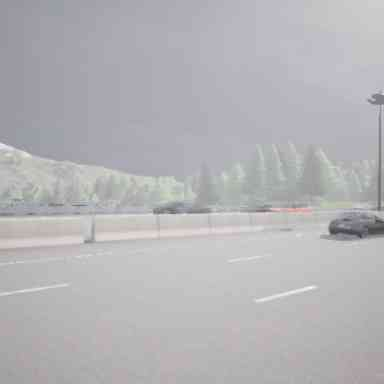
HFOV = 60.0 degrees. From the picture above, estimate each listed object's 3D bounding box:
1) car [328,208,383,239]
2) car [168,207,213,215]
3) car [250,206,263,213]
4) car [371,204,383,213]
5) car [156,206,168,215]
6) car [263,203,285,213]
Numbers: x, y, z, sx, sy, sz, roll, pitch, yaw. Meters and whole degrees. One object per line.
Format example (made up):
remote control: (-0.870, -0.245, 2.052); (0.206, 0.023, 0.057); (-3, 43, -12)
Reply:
car: (9.827, 1.848, 19.360); (4.181, 1.385, 1.994); (1, -1, -36)
car: (0.127, 1.862, 34.177); (4.181, 1.385, 1.994); (2, -1, -35)
car: (7.155, 1.944, 34.890); (4.892, 1.490, 1.837); (2, -1, -35)
car: (33.142, 2.815, 57.623); (4.674, 1.442, 1.812); (1, -1, -35)
car: (-2.015, 1.800, 36.948); (4.892, 1.490, 1.837); (2, -1, -35)
car: (9.459, 1.799, 32.233); (4.553, 1.767, 2.097); (2, -1, -35)
